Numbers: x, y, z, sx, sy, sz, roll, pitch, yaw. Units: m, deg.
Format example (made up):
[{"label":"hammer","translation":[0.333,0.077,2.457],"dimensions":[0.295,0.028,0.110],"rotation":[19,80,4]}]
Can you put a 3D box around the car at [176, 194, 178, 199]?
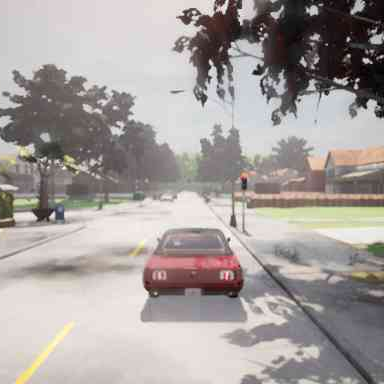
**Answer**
[{"label":"car","translation":[-4.081,0.803,70.286],"dimensions":[2.128,1.511,4.902],"rotation":[0,1,0]}]

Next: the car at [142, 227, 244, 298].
[{"label":"car","translation":[0.042,1.515,8.251],"dimensions":[1.895,1.301,4.718],"rotation":[0,1,1]}]

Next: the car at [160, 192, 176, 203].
[{"label":"car","translation":[-4.131,0.963,54.741],"dimensions":[1.812,1.442,4.674],"rotation":[0,0,0]}]
